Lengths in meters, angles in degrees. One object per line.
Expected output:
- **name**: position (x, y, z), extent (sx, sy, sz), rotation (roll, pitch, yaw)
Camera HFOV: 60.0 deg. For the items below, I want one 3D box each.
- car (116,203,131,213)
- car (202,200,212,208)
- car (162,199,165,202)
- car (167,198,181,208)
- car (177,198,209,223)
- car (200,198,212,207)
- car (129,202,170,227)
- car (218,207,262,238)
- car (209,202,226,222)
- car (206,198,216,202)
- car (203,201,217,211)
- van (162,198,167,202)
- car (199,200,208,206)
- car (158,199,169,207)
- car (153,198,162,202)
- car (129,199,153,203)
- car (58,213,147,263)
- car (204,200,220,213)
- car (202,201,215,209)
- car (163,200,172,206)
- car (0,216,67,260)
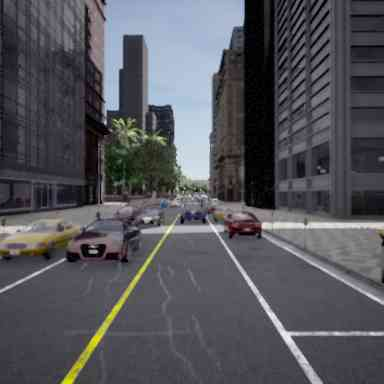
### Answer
- **car**: position (-5.769, 1.918, 29.669), extent (1.802, 1.307, 4.206), rotation (0, -1, 0)
- **car**: position (2.750, 2.245, 62.379), extent (1.752, 1.417, 4.829), rotation (0, -1, 0)
- **car**: position (-5.773, 2.135, 51.371), extent (1.887, 1.381, 4.507), rotation (0, -1, 0)
- **car**: position (-3.033, 2.231, 61.085), extent (1.812, 1.442, 4.674), rotation (0, -1, 0)
- **car**: position (0.096, 1.674, 28.660), extent (2.097, 1.767, 4.553), rotation (0, -1, 0)
- **car**: position (2.749, 2.097, 67.637), extent (2.192, 1.841, 5.009), rotation (0, -1, 0)
- **car**: position (-3.102, 1.776, 25.460), extent (2.128, 1.511, 4.902), rotation (0, 0, 0)
- **car**: position (2.758, 1.754, 18.812), extent (1.887, 1.381, 4.507), rotation (0, -1, 0)
- **car**: position (2.756, 1.860, 29.832), extent (1.752, 1.417, 4.829), rotation (0, -1, 0)
- **car**: position (2.753, 1.899, 40.512), extent (1.967, 1.590, 4.097), rotation (0, -1, 0)
- **car**: position (2.751, 2.133, 51.360), extent (1.887, 1.381, 4.507), rotation (0, -1, 0)
- **van**: position (-5.776, 2.061, 62.225), extent (1.690, 1.788, 3.998), rotation (0, -1, 0)
- **car**: position (2.748, 2.475, 78.484), extent (1.947, 1.339, 4.313), rotation (0, -1, 0)
- **car**: position (-5.776, 2.224, 67.650), extent (1.967, 1.590, 4.097), rotation (0, -1, 0)
- **car**: position (-5.773, 1.841, 45.949), extent (2.192, 1.841, 5.009), rotation (0, -1, 0)
- **car**: position (-5.771, 1.713, 35.097), extent (2.192, 1.841, 5.009), rotation (0, -1, 0)
- **car**: position (-3.090, 1.704, 12.416), extent (1.994, 1.385, 4.181), rotation (0, -1, 0)
- **car**: position (2.752, 1.963, 45.937), extent (1.967, 1.590, 4.097), rotation (0, -1, 0)
- **car**: position (2.751, 2.203, 56.784), extent (2.008, 1.369, 4.403), rotation (0, -1, 0)
- **car**: position (-5.777, 2.493, 78.500), extent (1.802, 1.307, 4.206), rotation (0, -1, 0)
- **car**: position (-5.766, 1.675, 13.222), extent (1.752, 1.417, 4.829), rotation (0, -1, 0)
